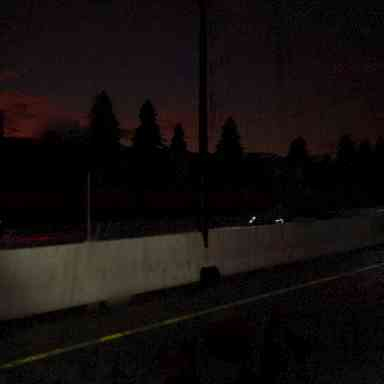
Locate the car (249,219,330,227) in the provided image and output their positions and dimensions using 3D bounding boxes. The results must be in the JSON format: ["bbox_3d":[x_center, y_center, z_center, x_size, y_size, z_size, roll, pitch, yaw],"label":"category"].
[{"bbox_3d":[4.831,1.303,16.038,4.553,1.767,2.097,0,0,-36],"label":"car"}]
